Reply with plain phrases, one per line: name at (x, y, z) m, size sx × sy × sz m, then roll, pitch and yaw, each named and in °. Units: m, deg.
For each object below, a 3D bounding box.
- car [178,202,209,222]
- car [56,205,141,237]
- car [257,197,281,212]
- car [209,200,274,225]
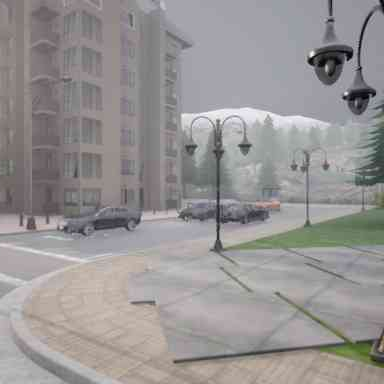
car at (1.113, 1.534, 26.646) m, size 2.033 × 1.411 × 5.357 m, roll 0°, pitch 0°, yaw 35°
car at (-4.968, 1.478, 18.303) m, size 2.128 × 1.511 × 4.902 m, roll 0°, pitch 0°, yaw 36°
car at (7.827, 1.338, 35.778) m, size 2.097 × 1.767 × 4.553 m, roll 0°, pitch 0°, yaw 37°
car at (3.719, 1.533, 23.964) m, size 2.033 × 1.411 × 5.357 m, roll 0°, pitch 0°, yaw 36°
